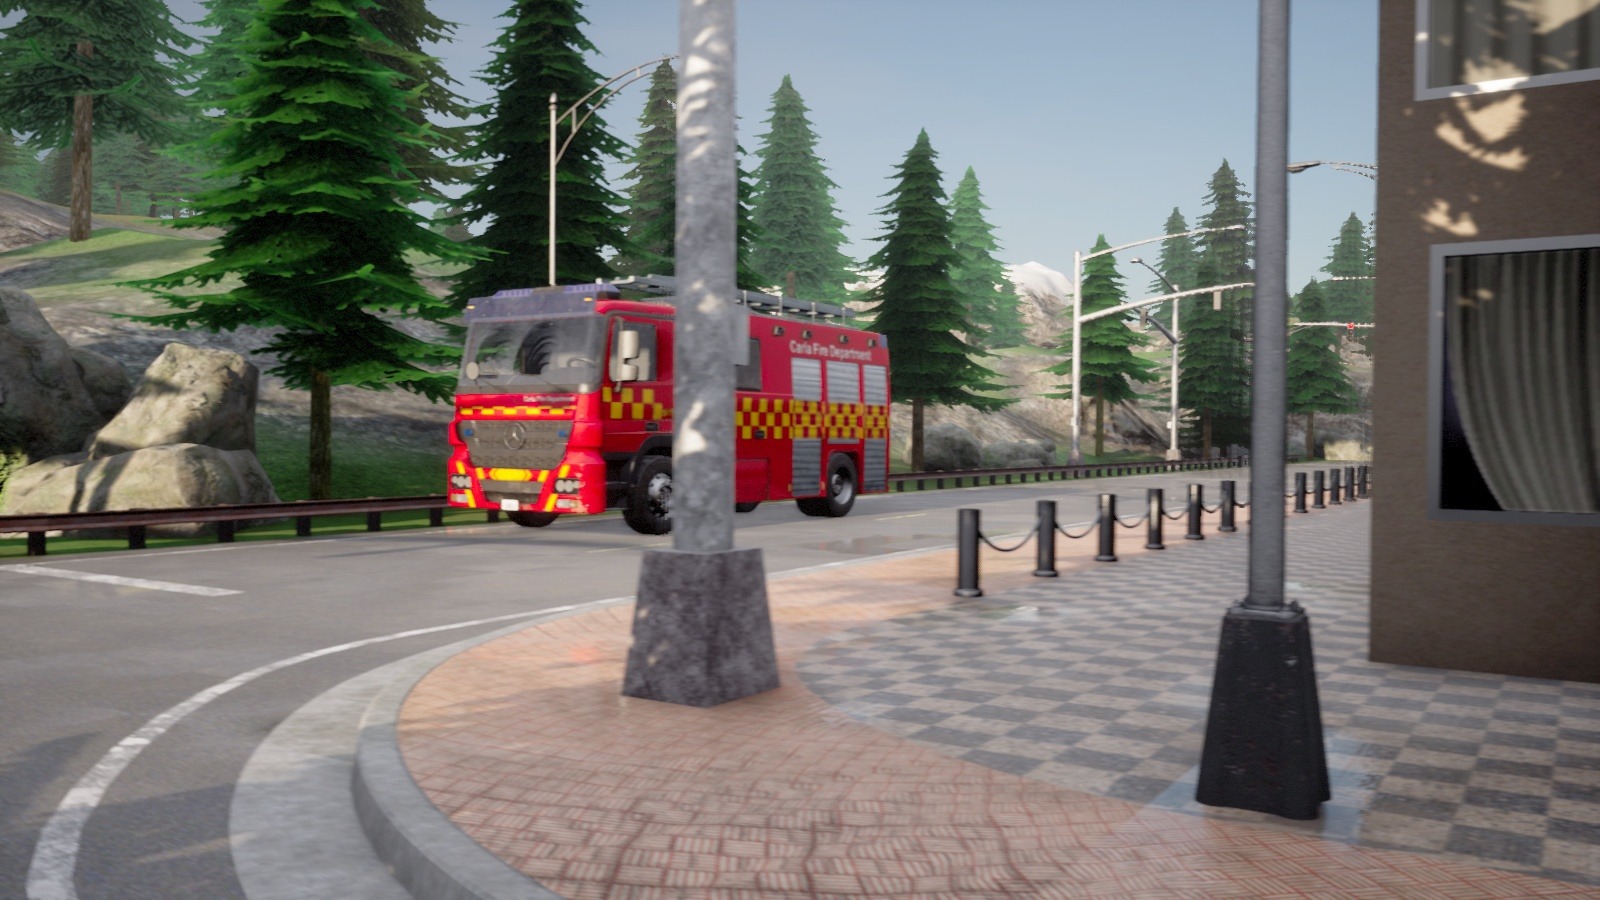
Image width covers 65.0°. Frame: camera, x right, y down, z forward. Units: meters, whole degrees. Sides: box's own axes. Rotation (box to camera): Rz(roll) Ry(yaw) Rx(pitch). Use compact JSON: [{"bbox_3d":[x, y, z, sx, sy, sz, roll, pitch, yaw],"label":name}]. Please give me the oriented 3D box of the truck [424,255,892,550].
[{"bbox_3d":[-1.814,-0.684,20.658,2.891,3.827,8.468,0,1,33],"label":"truck"}]
